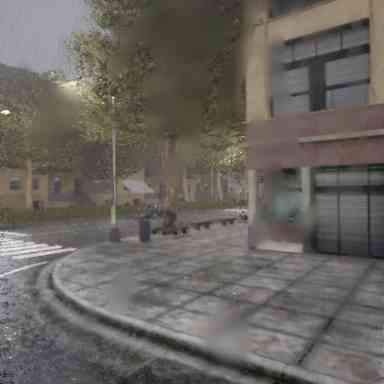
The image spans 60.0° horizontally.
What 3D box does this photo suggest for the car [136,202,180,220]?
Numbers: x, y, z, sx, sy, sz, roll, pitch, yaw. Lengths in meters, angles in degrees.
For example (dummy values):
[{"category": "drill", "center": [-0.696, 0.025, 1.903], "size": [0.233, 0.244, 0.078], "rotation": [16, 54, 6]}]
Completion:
[{"category": "car", "center": [-3.123, 1.740, 30.916], "size": [1.837, 1.490, 4.892], "rotation": [-1, 0, 35]}]
